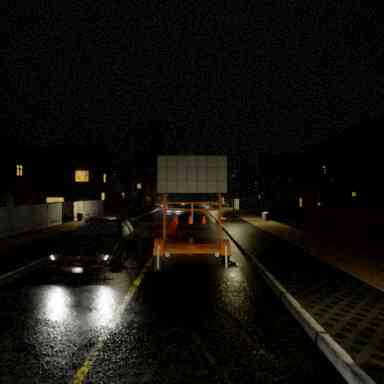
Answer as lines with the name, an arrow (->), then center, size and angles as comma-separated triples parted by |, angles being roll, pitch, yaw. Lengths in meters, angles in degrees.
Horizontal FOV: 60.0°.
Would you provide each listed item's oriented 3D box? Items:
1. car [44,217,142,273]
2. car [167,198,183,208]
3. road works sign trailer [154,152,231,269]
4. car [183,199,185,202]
car -> -2.841, 1.556, 10.927 | 2.033, 1.411, 5.357 | 0, 0, 0
car -> -2.796, 1.799, 51.343 | 1.895, 1.301, 4.718 | 0, 0, 0
road works sign trailer -> 0.011, 0.473, 11.114 | 2.380, 3.560, 2.880 | 0, 0, 0
car -> -2.673, 1.965, 76.759 | 1.994, 1.385, 4.181 | 0, -1, 0
